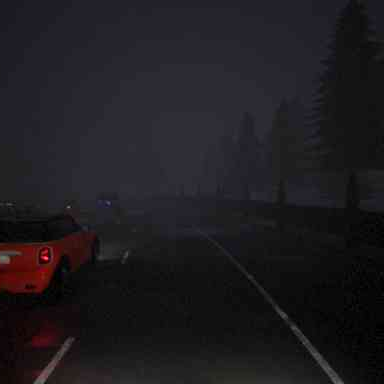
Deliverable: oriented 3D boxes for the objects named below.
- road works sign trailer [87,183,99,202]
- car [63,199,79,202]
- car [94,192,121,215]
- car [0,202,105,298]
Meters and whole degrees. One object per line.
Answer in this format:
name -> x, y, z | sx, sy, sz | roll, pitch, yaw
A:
road works sign trailer -> -18.666, 0.118, 62.527 | 2.380, 3.560, 2.880 | 0, 0, -37
car -> -12.200, 1.381, 33.073 | 1.994, 1.385, 4.181 | 0, 0, -18
car -> -8.053, 1.045, 31.699 | 2.150, 2.045, 5.566 | 0, 0, -16
car -> -3.816, 1.304, 8.514 | 2.097, 1.767, 4.553 | 0, 0, -4
